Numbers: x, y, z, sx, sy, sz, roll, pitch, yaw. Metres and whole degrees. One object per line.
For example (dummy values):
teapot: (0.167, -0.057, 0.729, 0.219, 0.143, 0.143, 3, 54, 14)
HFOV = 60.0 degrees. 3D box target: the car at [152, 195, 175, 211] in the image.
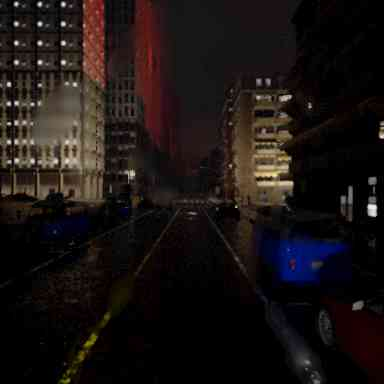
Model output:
car: (-3.124, 1.429, 39.201, 2.033, 1.411, 5.357, 0, 0, 0)

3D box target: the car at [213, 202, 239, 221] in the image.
car: (2.648, 1.470, 25.886, 2.008, 1.369, 4.403, 0, 0, 0)

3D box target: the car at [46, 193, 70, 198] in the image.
car: (-21.217, 0.911, 53.575, 4.097, 1.590, 1.967, 1, -1, 0)

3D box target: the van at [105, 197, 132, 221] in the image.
van: (-5.732, 1.261, 25.873, 1.690, 1.788, 3.998, 0, 0, 0)

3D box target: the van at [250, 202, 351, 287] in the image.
van: (2.675, 1.312, 8.940, 1.690, 1.788, 3.998, 0, 0, 0)

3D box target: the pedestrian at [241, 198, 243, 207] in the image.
pedestrian: (7.060, 1.447, 46.974, 0.375, 1.300, 0.375, 0, 0, 0)

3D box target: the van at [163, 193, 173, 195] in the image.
van: (-5.811, 1.130, 75.293, 1.690, 1.788, 3.998, 0, 0, 0)

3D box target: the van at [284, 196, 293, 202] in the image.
van: (16.844, 1.546, 53.588, 3.998, 1.788, 1.690, 1, -1, 0)

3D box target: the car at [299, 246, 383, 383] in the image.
car: (2.684, 1.571, 3.292, 1.802, 1.307, 4.206, 0, 0, 0)

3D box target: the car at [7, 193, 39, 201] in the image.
car: (-26.794, 0.946, 53.551, 4.206, 1.307, 1.802, 1, -1, 0)

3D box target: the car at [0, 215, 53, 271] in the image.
car: (-5.705, 1.537, 8.928, 1.947, 1.339, 4.313, 0, 0, 0)

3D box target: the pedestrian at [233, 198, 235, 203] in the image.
pedestrian: (6.059, 1.379, 48.173, 0.500, 1.100, 0.500, 0, 0, 0)

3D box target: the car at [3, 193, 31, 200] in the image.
car: (-32.461, 0.802, 61.909, 4.206, 1.307, 1.802, 1, -1, 0)

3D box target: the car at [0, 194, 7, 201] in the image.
car: (-32.363, 0.572, 53.534, 5.009, 1.841, 2.192, 1, -1, 0)

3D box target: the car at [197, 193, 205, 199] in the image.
car: (2.543, 1.067, 91.960, 2.192, 1.841, 5.009, 0, 0, 0)

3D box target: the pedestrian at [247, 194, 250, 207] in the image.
pedestrian: (8.059, 1.191, 47.575, 0.375, 1.860, 0.375, 0, 0, 0)

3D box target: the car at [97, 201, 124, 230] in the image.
car: (-5.723, 1.487, 20.225, 2.008, 1.369, 4.403, 0, 0, 0)

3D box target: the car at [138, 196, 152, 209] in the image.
car: (-5.760, 1.312, 42.819, 1.967, 1.590, 4.097, 0, 0, 0)

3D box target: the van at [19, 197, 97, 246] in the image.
van: (-5.715, 1.294, 14.575, 1.690, 1.788, 3.998, 0, 0, 0)
